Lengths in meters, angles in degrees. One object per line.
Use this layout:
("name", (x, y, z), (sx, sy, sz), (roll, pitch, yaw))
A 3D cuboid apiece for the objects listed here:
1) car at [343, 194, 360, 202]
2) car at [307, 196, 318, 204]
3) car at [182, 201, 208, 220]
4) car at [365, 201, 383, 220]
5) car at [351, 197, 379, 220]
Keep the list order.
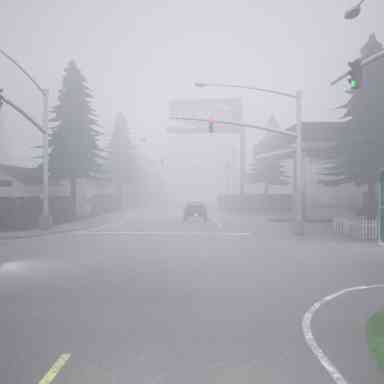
("car", (35.185, 1.489, 71.662), (2.007, 1.523, 4.514), (0, 0, 0))
("car", (22.751, 1.552, 63.919), (1.970, 1.475, 3.806), (0, 0, 0))
("car", (0.273, 1.517, 27.994), (1.837, 1.490, 4.892), (1, -1, 0))
("car", (18.813, 1.672, 30.537), (4.611, 1.667, 2.242), (0, 0, 0))
("car", (14.464, 1.505, 24.884), (3.866, 1.878, 1.905), (0, 0, 0))
